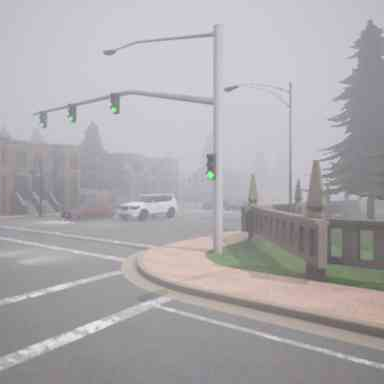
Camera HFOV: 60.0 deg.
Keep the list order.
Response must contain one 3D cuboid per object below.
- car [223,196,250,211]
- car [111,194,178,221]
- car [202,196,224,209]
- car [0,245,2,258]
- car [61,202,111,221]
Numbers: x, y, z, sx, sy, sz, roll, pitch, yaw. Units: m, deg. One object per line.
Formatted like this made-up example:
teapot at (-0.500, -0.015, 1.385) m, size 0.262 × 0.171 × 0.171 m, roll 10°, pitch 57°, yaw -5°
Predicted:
car at (6.020, 1.536, 39.983) m, size 2.033 × 1.411 × 5.357 m, roll 0°, pitch 0°, yaw 35°
car at (-3.430, 1.164, 26.890) m, size 2.150 × 2.045 × 5.566 m, roll 0°, pitch 1°, yaw 35°
car at (3.187, 1.291, 42.038) m, size 2.097 × 1.767 × 4.553 m, roll 0°, pitch 0°, yaw 35°
car at (-7.689, 1.489, 8.672) m, size 1.837 × 1.490 × 4.892 m, roll 0°, pitch 0°, yaw 35°
car at (-8.153, 1.499, 26.285) m, size 1.994 × 1.385 × 4.181 m, roll 0°, pitch 0°, yaw 36°
